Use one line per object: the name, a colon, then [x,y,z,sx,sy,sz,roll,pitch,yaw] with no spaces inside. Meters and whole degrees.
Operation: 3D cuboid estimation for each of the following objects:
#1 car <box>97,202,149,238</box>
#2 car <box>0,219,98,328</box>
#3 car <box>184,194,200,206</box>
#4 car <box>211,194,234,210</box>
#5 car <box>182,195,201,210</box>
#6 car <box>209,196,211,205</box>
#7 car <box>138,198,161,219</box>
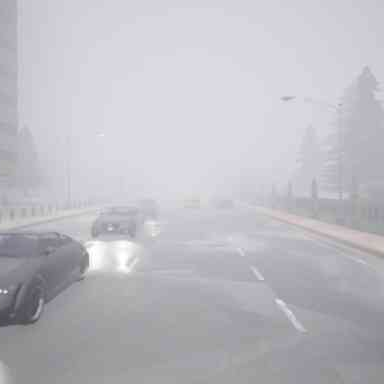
car: [-3.586,1.421,16.725,1.994,1.385,4.181,0,0,1]
car: [-3.592,1.507,6.833,1.994,1.385,4.181,0,0,0]
car: [-0.027,1.093,45.848,2.128,1.511,4.902,0,0,0]
car: [3.575,1.148,37.651,1.882,1.535,5.008,0,1,0]
car: [-0.022,1.160,36.599,1.882,1.535,5.008,0,0,0]
car: [3.496,1.052,48.718,1.882,1.535,5.008,0,1,1]
car: [-3.598,1.275,26.748,1.837,1.490,4.892,0,0,0]
